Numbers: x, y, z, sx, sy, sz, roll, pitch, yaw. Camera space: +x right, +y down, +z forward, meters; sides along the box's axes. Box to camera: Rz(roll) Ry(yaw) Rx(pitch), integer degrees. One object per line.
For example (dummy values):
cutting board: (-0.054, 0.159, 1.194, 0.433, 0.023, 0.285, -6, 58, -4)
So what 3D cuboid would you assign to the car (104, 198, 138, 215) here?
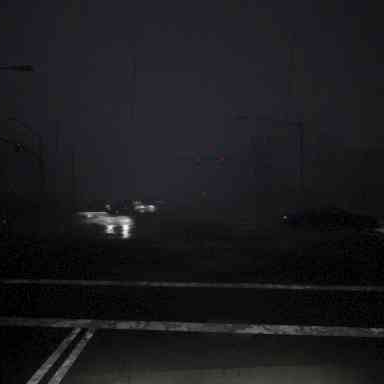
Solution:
car: (-7.023, 1.563, 33.548, 1.895, 1.301, 4.718, 0, 0, 0)

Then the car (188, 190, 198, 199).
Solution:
car: (0.181, 0.604, 76.503, 2.150, 2.045, 5.566, 0, 1, 0)

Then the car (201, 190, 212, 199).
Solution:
car: (3.685, 0.910, 77.567, 1.994, 1.385, 4.181, 0, 1, 0)

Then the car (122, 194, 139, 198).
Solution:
car: (-10.468, 1.328, 53.423, 2.033, 1.411, 5.357, 0, 1, 0)

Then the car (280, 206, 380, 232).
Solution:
car: (8.029, 1.533, 19.844, 5.357, 1.411, 2.033, 0, 0, 11)

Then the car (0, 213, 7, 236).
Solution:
car: (-10.568, 1.491, 15.321, 2.128, 1.511, 4.902, 0, 0, 0)

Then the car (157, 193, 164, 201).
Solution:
car: (-6.841, 1.009, 68.879, 1.882, 1.535, 5.008, 0, 1, 0)

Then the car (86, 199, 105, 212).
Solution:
car: (-10.514, 1.504, 37.858, 1.994, 1.385, 4.181, 0, 1, 0)

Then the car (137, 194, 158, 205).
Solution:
car: (-6.969, 1.386, 53.028, 1.895, 1.301, 4.718, 0, 1, 0)

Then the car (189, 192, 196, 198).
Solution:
car: (0.207, 0.685, 87.179, 1.812, 1.442, 4.674, 0, 1, 0)

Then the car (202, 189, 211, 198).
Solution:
car: (3.708, 0.378, 87.560, 2.150, 2.045, 5.566, 0, 1, 0)
